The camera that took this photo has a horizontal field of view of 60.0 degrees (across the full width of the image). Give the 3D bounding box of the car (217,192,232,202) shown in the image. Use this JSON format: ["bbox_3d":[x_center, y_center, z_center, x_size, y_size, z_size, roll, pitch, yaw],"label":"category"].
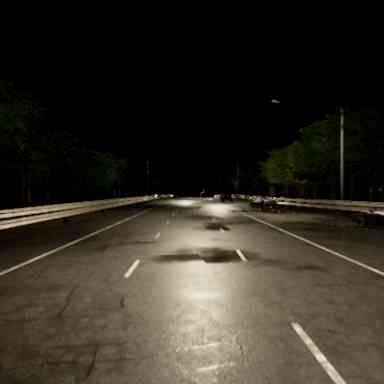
[{"bbox_3d":[6.989,1.049,68.417,2.150,2.045,5.566,0,0,0],"label":"car"}]

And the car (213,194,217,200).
[{"bbox_3d":[7.050,1.393,92.479,1.812,1.442,4.674,0,0,0],"label":"car"}]

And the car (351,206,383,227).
[{"bbox_3d":[12.292,1.546,20.307,2.033,1.411,5.357,0,0,-15],"label":"car"}]

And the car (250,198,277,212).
[{"bbox_3d":[8.150,1.427,38.072,2.128,1.511,4.902,0,0,-8],"label":"car"}]
